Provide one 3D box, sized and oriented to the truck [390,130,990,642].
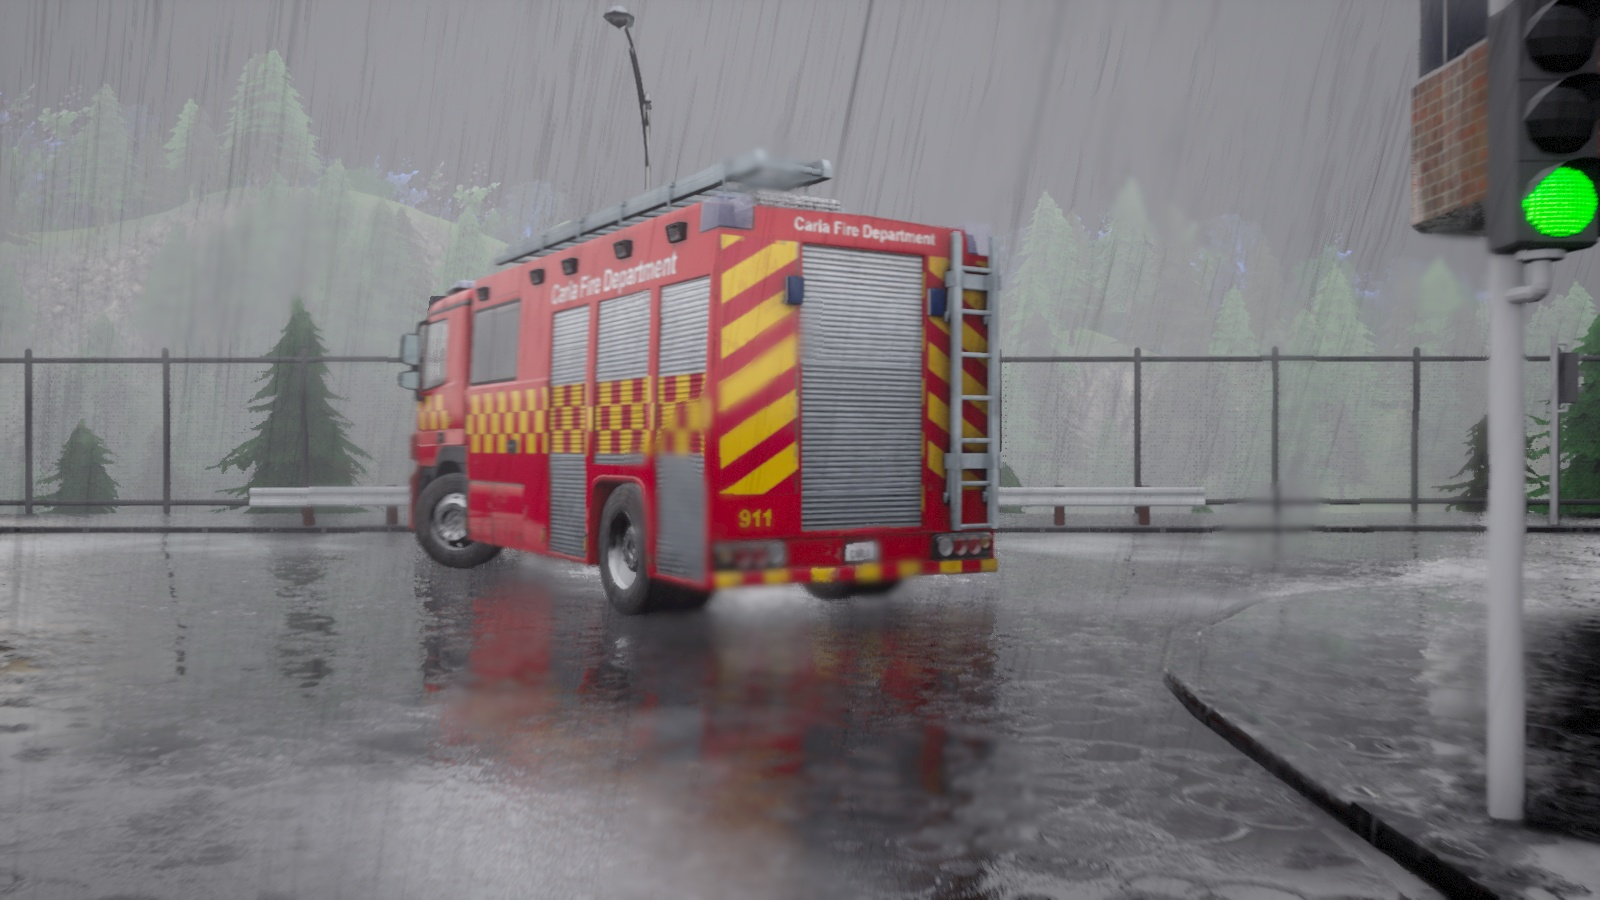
[{"bbox_3d":[-1.868,-0.490,13.719,2.891,3.827,8.468,0,0,-33],"label":"truck"}]
